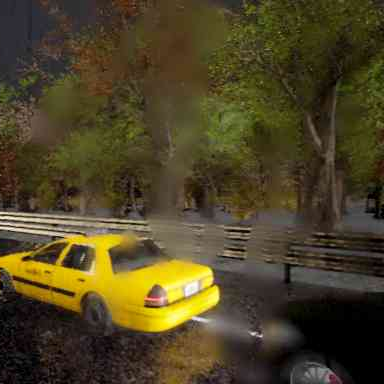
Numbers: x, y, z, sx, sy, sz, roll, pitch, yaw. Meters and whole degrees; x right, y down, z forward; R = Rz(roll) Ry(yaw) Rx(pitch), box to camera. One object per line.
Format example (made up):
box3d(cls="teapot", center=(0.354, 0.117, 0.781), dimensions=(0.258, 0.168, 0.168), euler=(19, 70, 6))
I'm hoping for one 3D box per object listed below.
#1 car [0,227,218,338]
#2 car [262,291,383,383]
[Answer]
box3d(cls="car", center=(-2.095, 1.490, 6.644), dimensions=(5.366, 1.575, 1.801), euler=(0, 0, 35))
box3d(cls="car", center=(2.981, 1.523, 3.033), dimensions=(4.674, 1.442, 1.812), euler=(0, 0, 36))
